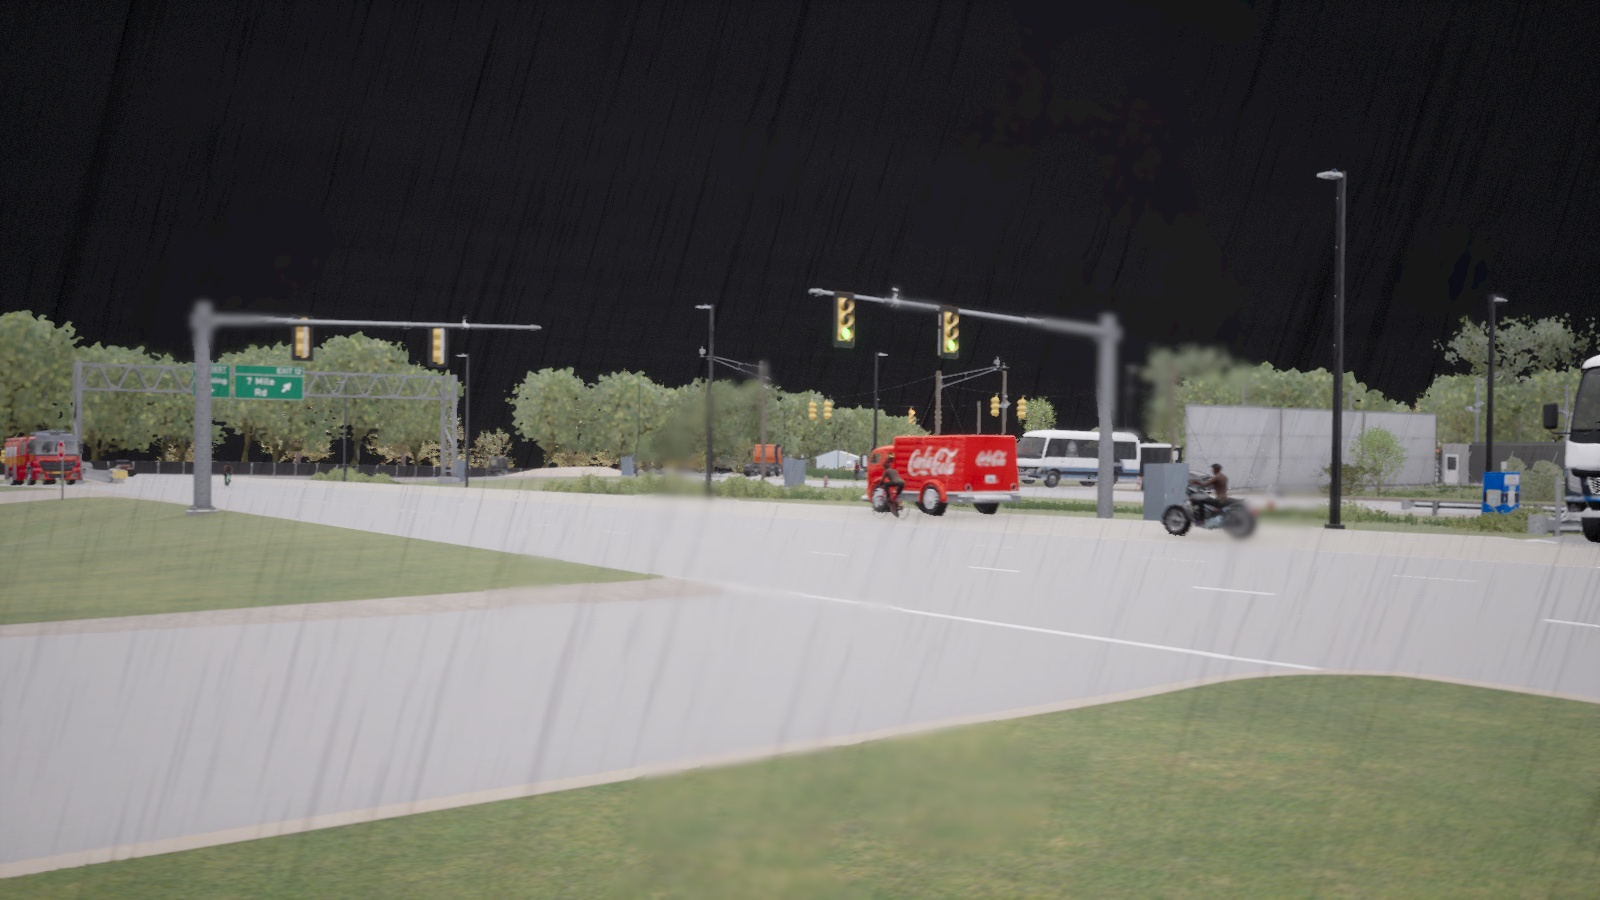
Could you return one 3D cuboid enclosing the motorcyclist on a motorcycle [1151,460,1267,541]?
[{"bbox_3d":[8.695,1.046,26.807,0.766,1.649,2.350,0,-1,-35],"label":"motorcyclist on a motorcycle"}]

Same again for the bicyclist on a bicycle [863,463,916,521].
[{"bbox_3d":[2.544,1.175,35.749,0.582,1.620,1.656,0,-1,-35],"label":"bicyclist on a bicycle"}]

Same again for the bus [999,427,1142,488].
[{"bbox_3d":[20.662,0.579,95.764,10.273,4.253,3.944,2,2,-28],"label":"bus"}]

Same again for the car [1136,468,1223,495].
[{"bbox_3d":[22.398,1.818,74.283,1.837,1.490,4.892,0,0,-34],"label":"car"}]

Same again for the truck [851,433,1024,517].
[{"bbox_3d":[4.230,0.756,39.473,2.627,2.467,5.204,0,-1,-35],"label":"truck"}]

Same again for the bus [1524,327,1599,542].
[{"bbox_3d":[20.304,-0.141,27.404,10.273,4.253,3.944,3,-2,-36],"label":"bus"}]
